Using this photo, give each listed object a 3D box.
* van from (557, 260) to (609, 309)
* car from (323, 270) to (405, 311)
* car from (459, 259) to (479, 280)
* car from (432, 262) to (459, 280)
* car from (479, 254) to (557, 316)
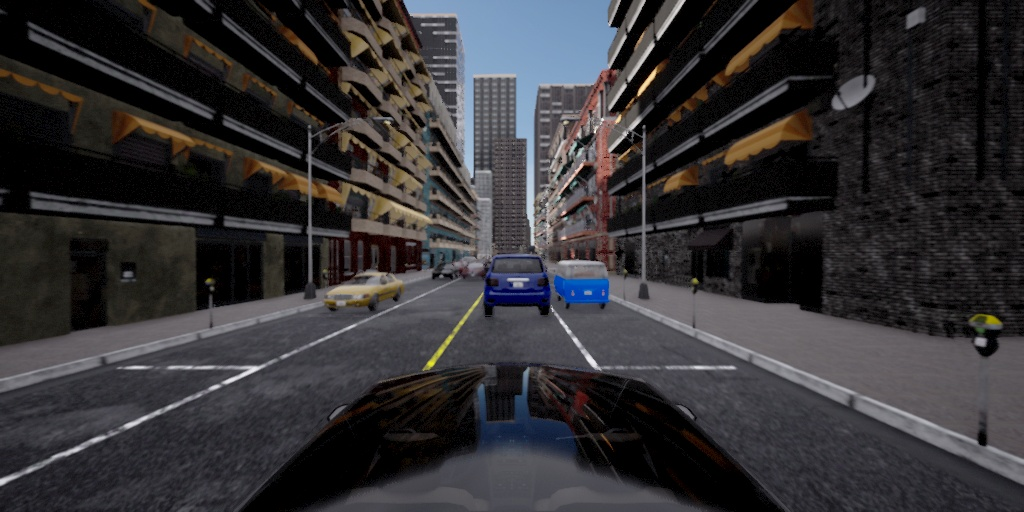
[{"bbox_3d":[2.692,1.070,14.514,1.690,1.789,3.998,0,0,0],"label":"van"},{"bbox_3d":[-5.690,1.255,14.358,1.751,1.417,4.829,0,0,0],"label":"car"},{"bbox_3d":[-3.086,1.231,30.443,1.812,1.442,4.674,0,0,0],"label":"car"},{"bbox_3d":[-5.685,1.270,31.098,1.948,1.339,4.313,0,0,0],"label":"car"},{"bbox_3d":[0.119,0.953,13.410,2.150,2.045,5.566,0,0,-1],"label":"car"}]
